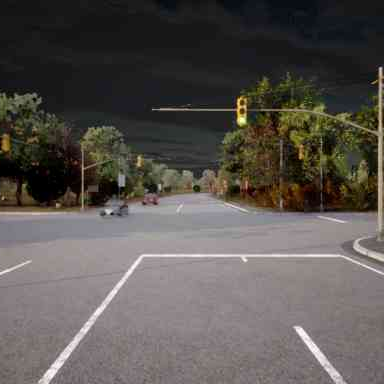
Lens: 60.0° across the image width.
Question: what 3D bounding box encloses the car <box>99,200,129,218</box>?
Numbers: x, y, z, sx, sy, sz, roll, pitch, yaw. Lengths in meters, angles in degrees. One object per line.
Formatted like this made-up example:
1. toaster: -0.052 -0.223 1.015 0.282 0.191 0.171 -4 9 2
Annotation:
1. car: -6.999 1.493 30.324 2.128 1.511 4.902 0 0 0

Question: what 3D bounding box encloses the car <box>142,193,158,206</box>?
1. car: -7.000 1.213 55.606 2.150 2.045 5.566 0 1 0
